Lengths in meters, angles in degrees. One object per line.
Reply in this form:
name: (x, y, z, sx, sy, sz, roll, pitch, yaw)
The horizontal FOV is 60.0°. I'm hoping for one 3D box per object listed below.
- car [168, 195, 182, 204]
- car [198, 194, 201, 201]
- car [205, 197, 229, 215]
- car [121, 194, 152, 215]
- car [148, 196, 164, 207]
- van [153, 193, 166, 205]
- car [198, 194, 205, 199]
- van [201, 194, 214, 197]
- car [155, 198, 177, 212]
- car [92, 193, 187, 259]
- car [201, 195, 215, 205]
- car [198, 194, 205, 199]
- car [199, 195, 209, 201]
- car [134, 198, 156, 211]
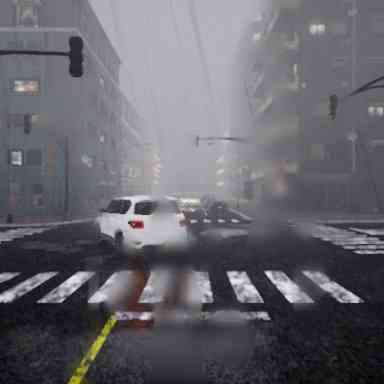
car: (-2.823, 1.313, 56.880, 2.033, 1.411, 5.357, 0, 0, 0)
car: (2.546, 1.191, 60.287, 1.967, 1.590, 4.097, 0, 0, 0)
car: (2.554, 1.437, 32.528, 1.947, 1.339, 4.313, 0, 0, 0)
car: (-5.325, 1.186, 32.523, 2.192, 1.841, 5.009, 0, 0, 0)
car: (-5.331, 1.344, 49.180, 1.887, 1.381, 4.507, 0, 0, 0)
van: (-5.333, 1.116, 54.731, 1.690, 1.788, 3.998, 0, 0, 0)
car: (2.536, 1.168, 88.047, 1.887, 1.381, 4.507, 0, 0, 0)
van: (2.550, 1.141, 49.183, 1.690, 1.788, 3.998, 0, 0, 0)
car: (-2.861, 1.396, 37.868, 2.033, 1.411, 5.357, 0, 0, 0)
car: (-2.187, 1.173, 12.813, 2.150, 2.045, 5.566, 0, 0, -28)
car: (2.551, 1.406, 43.632, 1.802, 1.307, 4.206, 0, 0, 0)
car: (2.534, 1.141, 93.600, 1.887, 1.381, 4.507, 0, 0, 0)
car: (2.542, 1.252, 71.391, 2.008, 1.369, 4.403, 0, 0, 0)
car: (-5.328, 1.392, 38.076, 1.887, 1.381, 4.507, 0, 0, 0)
